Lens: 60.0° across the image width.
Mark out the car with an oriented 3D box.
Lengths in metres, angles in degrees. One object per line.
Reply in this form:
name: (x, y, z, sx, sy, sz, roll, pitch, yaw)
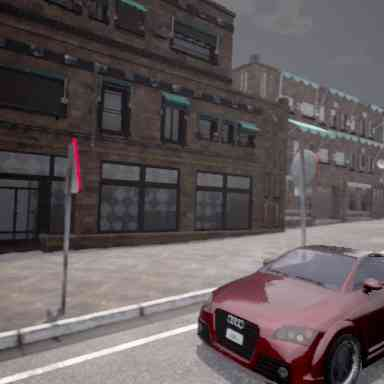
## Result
car: (2.140, 1.579, 5.213, 4.181, 1.385, 1.994, 0, 0, -36)
